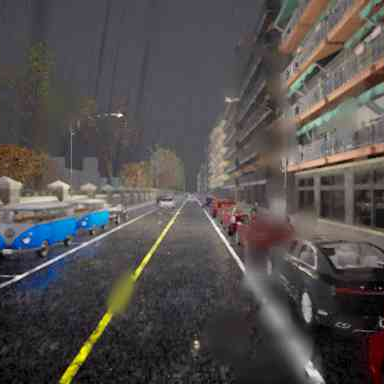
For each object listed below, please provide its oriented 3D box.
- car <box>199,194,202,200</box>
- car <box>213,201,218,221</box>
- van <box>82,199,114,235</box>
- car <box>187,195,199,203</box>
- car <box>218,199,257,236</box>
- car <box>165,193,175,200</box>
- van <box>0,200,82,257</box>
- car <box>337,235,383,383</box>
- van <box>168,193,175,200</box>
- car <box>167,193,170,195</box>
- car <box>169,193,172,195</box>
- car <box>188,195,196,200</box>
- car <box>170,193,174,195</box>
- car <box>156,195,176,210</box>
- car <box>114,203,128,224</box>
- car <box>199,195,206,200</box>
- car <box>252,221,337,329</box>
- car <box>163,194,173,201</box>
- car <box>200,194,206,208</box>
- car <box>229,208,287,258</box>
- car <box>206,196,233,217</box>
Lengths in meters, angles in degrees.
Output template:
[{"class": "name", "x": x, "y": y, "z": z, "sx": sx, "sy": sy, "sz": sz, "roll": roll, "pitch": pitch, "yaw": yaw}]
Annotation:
[{"class": "car", "x": 2.684, "y": 1.434, "z": 57.396, "sx": 2.008, "sy": 1.369, "sz": 4.403, "roll": 0, "pitch": 0, "yaw": 0}, {"class": "car", "x": 2.689, "y": 1.523, "z": 23.614, "sx": 1.802, "sy": 1.307, "sz": 4.206, "roll": 0, "pitch": 0, "yaw": 0}, {"class": "van", "x": -5.690, "y": 1.294, "z": 17.981, "sx": 1.690, "sy": 1.788, "sz": 3.998, "roll": 0, "pitch": 0, "yaw": 0}, {"class": "car", "x": -0.006, "y": 1.483, "z": 64.368, "sx": 1.895, "sy": 1.301, "sz": 4.718, "roll": 0, "pitch": 0, "yaw": 0}, {"class": "car", "x": 2.690, "y": 1.393, "z": 17.983, "sx": 1.967, "sy": 1.590, "sz": 4.097, "roll": 0, "pitch": 0, "yaw": 0}, {"class": "car", "x": -5.700, "y": 1.170, "z": 85.544, "sx": 2.192, "sy": 1.841, "sz": 5.009, "roll": 0, "pitch": 0, "yaw": 0}, {"class": "van", "x": -5.690, "y": 1.307, "z": 12.352, "sx": 1.690, "sy": 1.788, "sz": 3.998, "roll": 0, "pitch": 0, "yaw": 0}, {"class": "car", "x": 2.693, "y": 1.312, "z": 1.092, "sx": 2.192, "sy": 1.841, "sz": 5.009, "roll": 0, "pitch": 0, "yaw": 0}, {"class": "van", "x": -5.700, "y": 1.195, "z": 91.175, "sx": 1.690, "sy": 1.788, "sz": 3.998, "roll": 0, "pitch": 0, "yaw": 0}, {"class": "car", "x": -5.696, "y": 1.440, "z": 63.026, "sx": 1.947, "sy": 1.339, "sz": 4.313, "roll": 0, "pitch": 0, "yaw": 0}, {"class": "car", "x": -5.697, "y": 1.447, "z": 68.657, "sx": 1.802, "sy": 1.307, "sz": 4.206, "roll": 0, "pitch": 0, "yaw": 0}, {"class": "car", "x": -0.009, "y": 1.319, "z": 82.884, "sx": 1.895, "sy": 1.301, "sz": 4.718, "roll": 0, "pitch": 0, "yaw": 0}, {"class": "car", "x": -5.698, "y": 1.403, "z": 74.285, "sx": 1.887, "sy": 1.381, "sz": 4.507, "roll": 0, "pitch": 0, "yaw": 0}, {"class": "car", "x": -3.090, "y": 1.434, "z": 41.927, "sx": 1.812, "sy": 1.442, "sz": 4.674, "roll": 0, "pitch": 0, "yaw": 0}, {"class": "car", "x": -5.692, "y": 1.491, "z": 23.612, "sx": 2.008, "sy": 1.369, "sz": 4.403, "roll": 0, "pitch": 0, "yaw": 0}, {"class": "car", "x": 2.680, "y": 1.437, "z": 85.545, "sx": 1.802, "sy": 1.307, "sz": 4.206, "roll": 0, "pitch": 0, "yaw": 0}, {"class": "car", "x": 2.691, "y": 1.531, "z": 6.724, "sx": 2.008, "sy": 1.369, "sz": 4.403, "roll": 0, "pitch": 0, "yaw": 0}, {"class": "car", "x": -5.698, "y": 1.296, "z": 79.913, "sx": 1.967, "sy": 1.590, "sz": 4.097, "roll": 0, "pitch": 0, "yaw": 0}, {"class": "car", "x": 2.346, "y": 1.429, "z": 44.953, "sx": 1.812, "sy": 1.442, "sz": 4.674, "roll": 0, "pitch": 0, "yaw": 0}, {"class": "car", "x": 2.690, "y": 1.511, "z": 12.354, "sx": 1.887, "sy": 1.381, "sz": 4.507, "roll": 0, "pitch": 0, "yaw": 0}, {"class": "car", "x": 2.688, "y": 1.245, "z": 29.243, "sx": 2.192, "sy": 1.841, "sz": 5.009, "roll": 0, "pitch": 0, "yaw": 0}]
